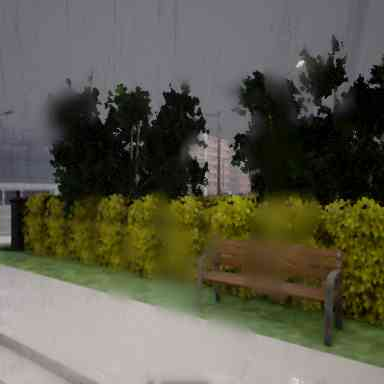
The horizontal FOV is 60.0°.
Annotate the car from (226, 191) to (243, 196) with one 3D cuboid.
[{"bbox_3d":[9.907,0.548,73.544,1.994,1.385,4.181,0,1,35],"label":"car"}]

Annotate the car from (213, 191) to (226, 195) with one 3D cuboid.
[{"bbox_3d":[6.263,0.513,74.443,2.128,1.511,4.902,0,1,35],"label":"car"}]
